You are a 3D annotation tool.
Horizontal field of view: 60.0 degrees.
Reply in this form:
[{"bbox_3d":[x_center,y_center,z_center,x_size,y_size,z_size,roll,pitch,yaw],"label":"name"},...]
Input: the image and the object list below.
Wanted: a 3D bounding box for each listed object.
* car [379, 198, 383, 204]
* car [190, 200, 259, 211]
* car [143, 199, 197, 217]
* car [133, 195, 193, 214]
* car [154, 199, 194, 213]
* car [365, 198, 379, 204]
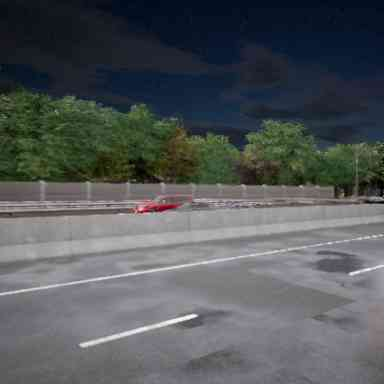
[{"bbox_3d":[32.174,1.588,52.698,4.892,1.490,1.837,0,0,-35],"label":"car"},{"bbox_3d":[2.649,1.511,23.081,4.902,1.511,2.128,0,0,-35],"label":"car"},{"bbox_3d":[-2.092,1.504,32.589,5.008,1.535,1.882,0,0,-35],"label":"car"},{"bbox_3d":[-2.217,1.243,28.210,5.566,2.045,2.150,0,0,-35],"label":"car"},{"bbox_3d":[-0.087,1.526,25.428,4.892,1.490,1.837,0,0,-35],"label":"car"},{"bbox_3d":[31.236,1.686,56.316,4.718,1.301,1.895,0,0,-35],"label":"car"}]
